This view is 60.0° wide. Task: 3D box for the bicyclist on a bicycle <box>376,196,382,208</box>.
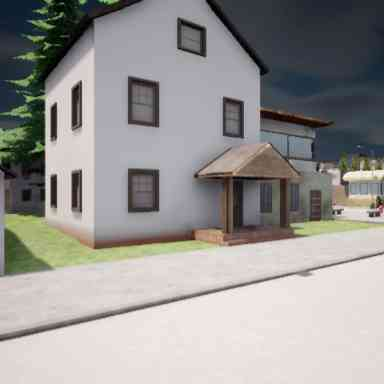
[{"bbox_3d":[24.697,1.324,43.894,1.656,1.620,0.582,0,0,-35],"label":"bicyclist on a bicycle"}]
